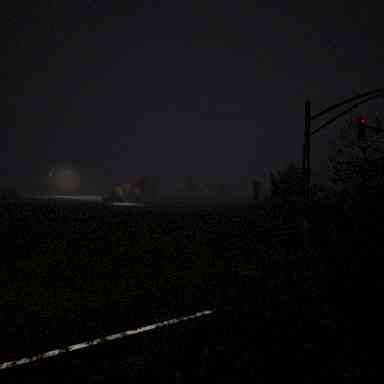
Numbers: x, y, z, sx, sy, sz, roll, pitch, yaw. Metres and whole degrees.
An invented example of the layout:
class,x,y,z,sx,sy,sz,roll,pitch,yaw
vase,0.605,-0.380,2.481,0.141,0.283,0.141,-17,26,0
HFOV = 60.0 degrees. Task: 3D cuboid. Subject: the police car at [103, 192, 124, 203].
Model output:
class,x,y,z,sx,sy,sz,roll,pitch,yaw
police car,-11.754,0.822,49.828,2.038,1.542,4.974,1,0,-32
